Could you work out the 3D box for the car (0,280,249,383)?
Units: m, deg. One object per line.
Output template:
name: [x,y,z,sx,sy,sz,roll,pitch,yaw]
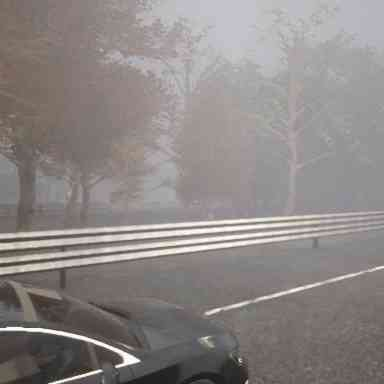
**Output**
car: [-1.693,1.505,2.544,4.892,1.490,1.837,1,0,-35]
